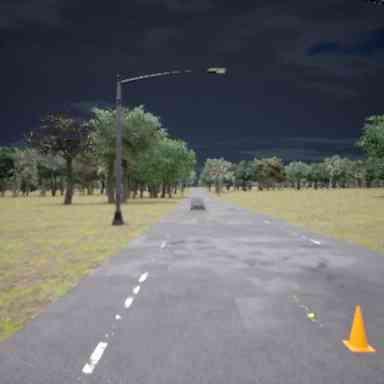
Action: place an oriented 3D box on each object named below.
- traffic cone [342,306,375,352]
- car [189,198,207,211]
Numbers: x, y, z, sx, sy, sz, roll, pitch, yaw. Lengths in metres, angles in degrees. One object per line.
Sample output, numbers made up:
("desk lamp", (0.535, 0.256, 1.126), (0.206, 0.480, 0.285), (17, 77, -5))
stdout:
("traffic cone", (2.451, 1.984, 4.911), (0.340, 0.580, 0.340), (0, 0, 0))
("car", (0.703, 1.520, 40.740), (1.837, 1.490, 4.892), (0, 0, 0))
